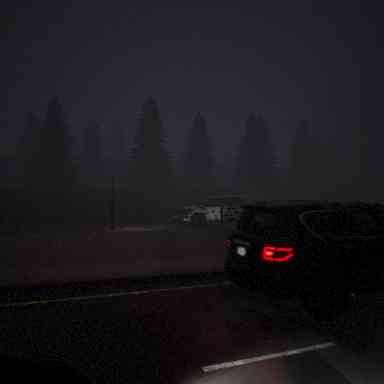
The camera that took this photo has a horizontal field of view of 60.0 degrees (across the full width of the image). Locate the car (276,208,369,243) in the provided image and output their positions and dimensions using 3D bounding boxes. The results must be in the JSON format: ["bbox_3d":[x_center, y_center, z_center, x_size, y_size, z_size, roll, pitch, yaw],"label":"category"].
[{"bbox_3d":[6.504,1.563,16.585,4.181,1.385,1.994,0,0,-26],"label":"car"}]

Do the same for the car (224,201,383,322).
[{"bbox_3d":[3.410,1.219,7.292,5.566,2.045,2.150,0,0,-22],"label":"car"}]

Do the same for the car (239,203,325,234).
[{"bbox_3d":[5.423,1.476,19.919,5.008,1.535,1.882,0,0,-27],"label":"car"}]

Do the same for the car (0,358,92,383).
[{"bbox_3d":[-2.495,1.564,1.564,4.181,1.385,1.994,0,0,-17],"label":"car"}]
